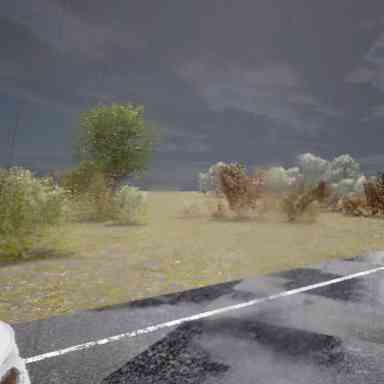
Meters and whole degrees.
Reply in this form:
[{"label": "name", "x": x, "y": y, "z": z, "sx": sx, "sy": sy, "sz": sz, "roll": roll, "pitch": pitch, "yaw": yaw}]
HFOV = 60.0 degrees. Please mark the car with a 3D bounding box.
[{"label": "car", "x": -3.363, "y": 1.507, "z": 1.602, "sx": 4.674, "sy": 1.442, "sz": 1.812, "roll": 1, "pitch": 0, "yaw": -35}]
